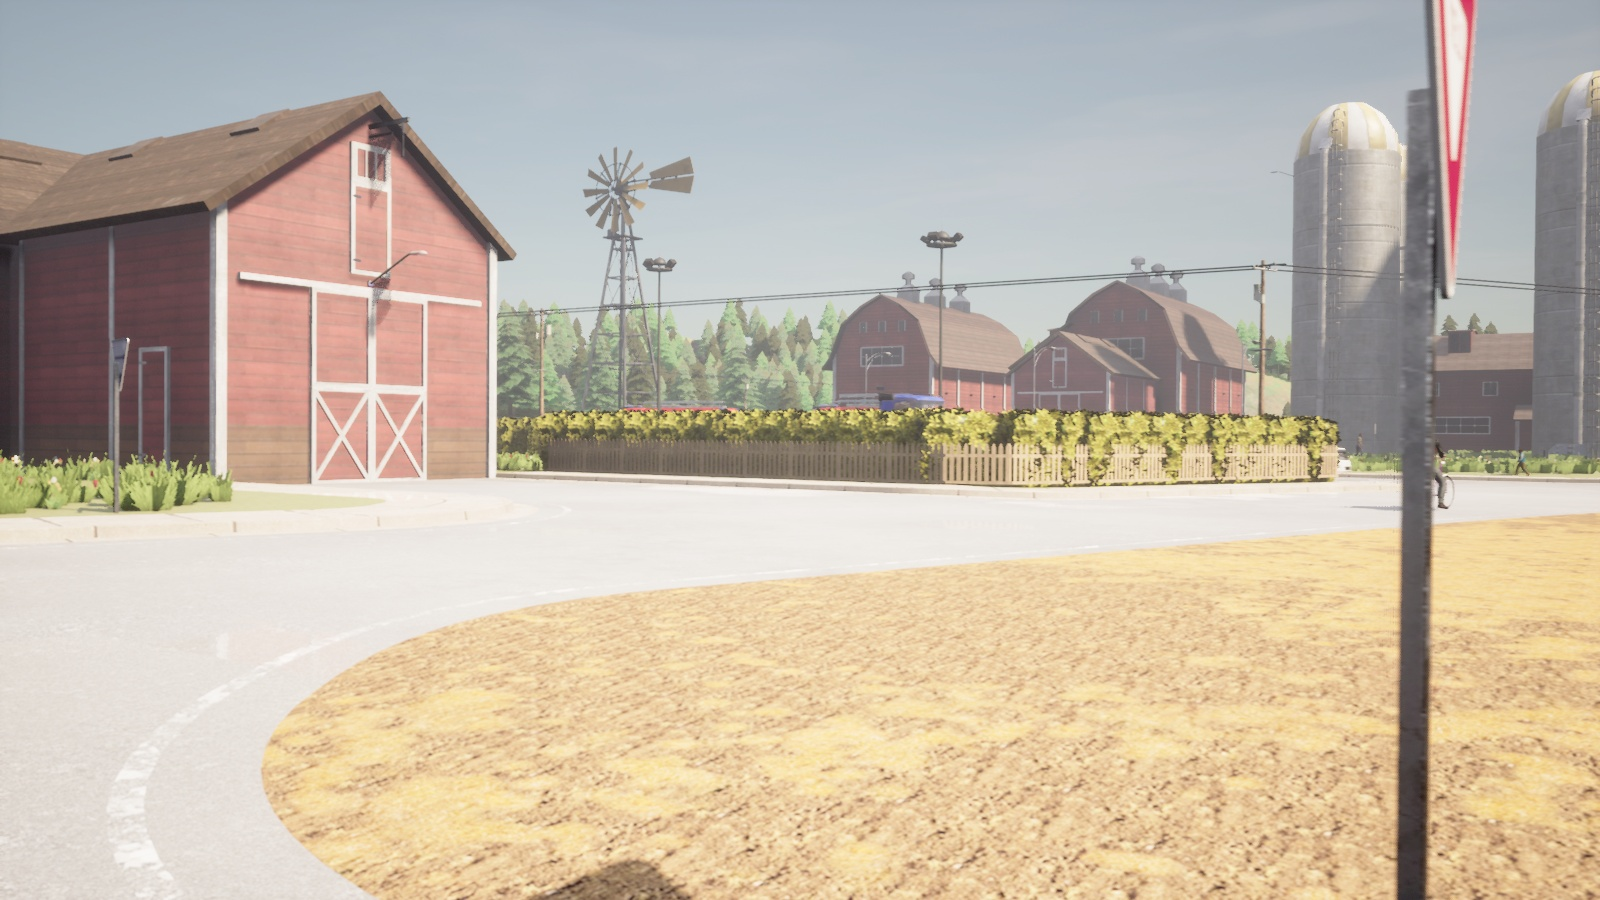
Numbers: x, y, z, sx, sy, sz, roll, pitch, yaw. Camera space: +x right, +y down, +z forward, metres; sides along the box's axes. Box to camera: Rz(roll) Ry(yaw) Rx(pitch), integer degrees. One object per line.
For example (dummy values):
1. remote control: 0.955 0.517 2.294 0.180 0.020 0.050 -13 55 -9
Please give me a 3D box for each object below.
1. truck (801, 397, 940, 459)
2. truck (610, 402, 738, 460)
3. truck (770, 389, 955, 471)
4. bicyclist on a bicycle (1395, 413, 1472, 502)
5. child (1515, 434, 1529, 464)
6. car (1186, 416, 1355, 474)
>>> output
1. truck: 4.446 -1.352 80.296 8.468 3.827 2.891 0 1 33
2. truck: -8.827 -1.306 87.750 8.468 3.827 2.891 -1 1 21
3. truck: 2.752 -0.852 56.531 7.936 3.462 2.891 0 1 33
4. bicyclist on a bicycle: 13.089 0.126 25.916 1.843 1.776 0.659 -1 1 -37
5. child: 29.042 -0.051 50.516 0.448 1.192 0.343 0 1 27
6. car: 17.530 -0.187 46.864 5.566 2.045 2.150 0 1 33
